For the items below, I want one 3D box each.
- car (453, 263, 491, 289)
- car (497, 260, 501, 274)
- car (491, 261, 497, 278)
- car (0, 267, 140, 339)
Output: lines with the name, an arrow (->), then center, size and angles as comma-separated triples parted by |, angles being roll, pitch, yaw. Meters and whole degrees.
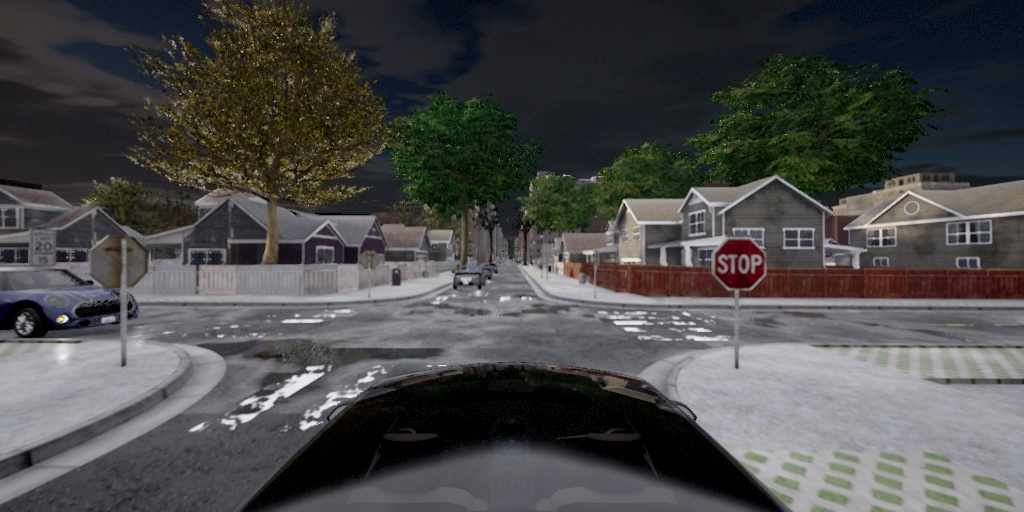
car -> -2.838, 1.398, 24.560 | 2.128, 1.511, 4.902 | 0, 0, 0
car -> -2.820, 1.597, 47.240 | 1.812, 1.442, 4.674 | 0, 0, 0
car -> -2.835, 1.470, 34.598 | 2.128, 1.511, 4.902 | 0, 0, 0
car -> -12.967, 1.095, 9.634 | 4.553, 1.767, 2.097 | 0, 0, 2
